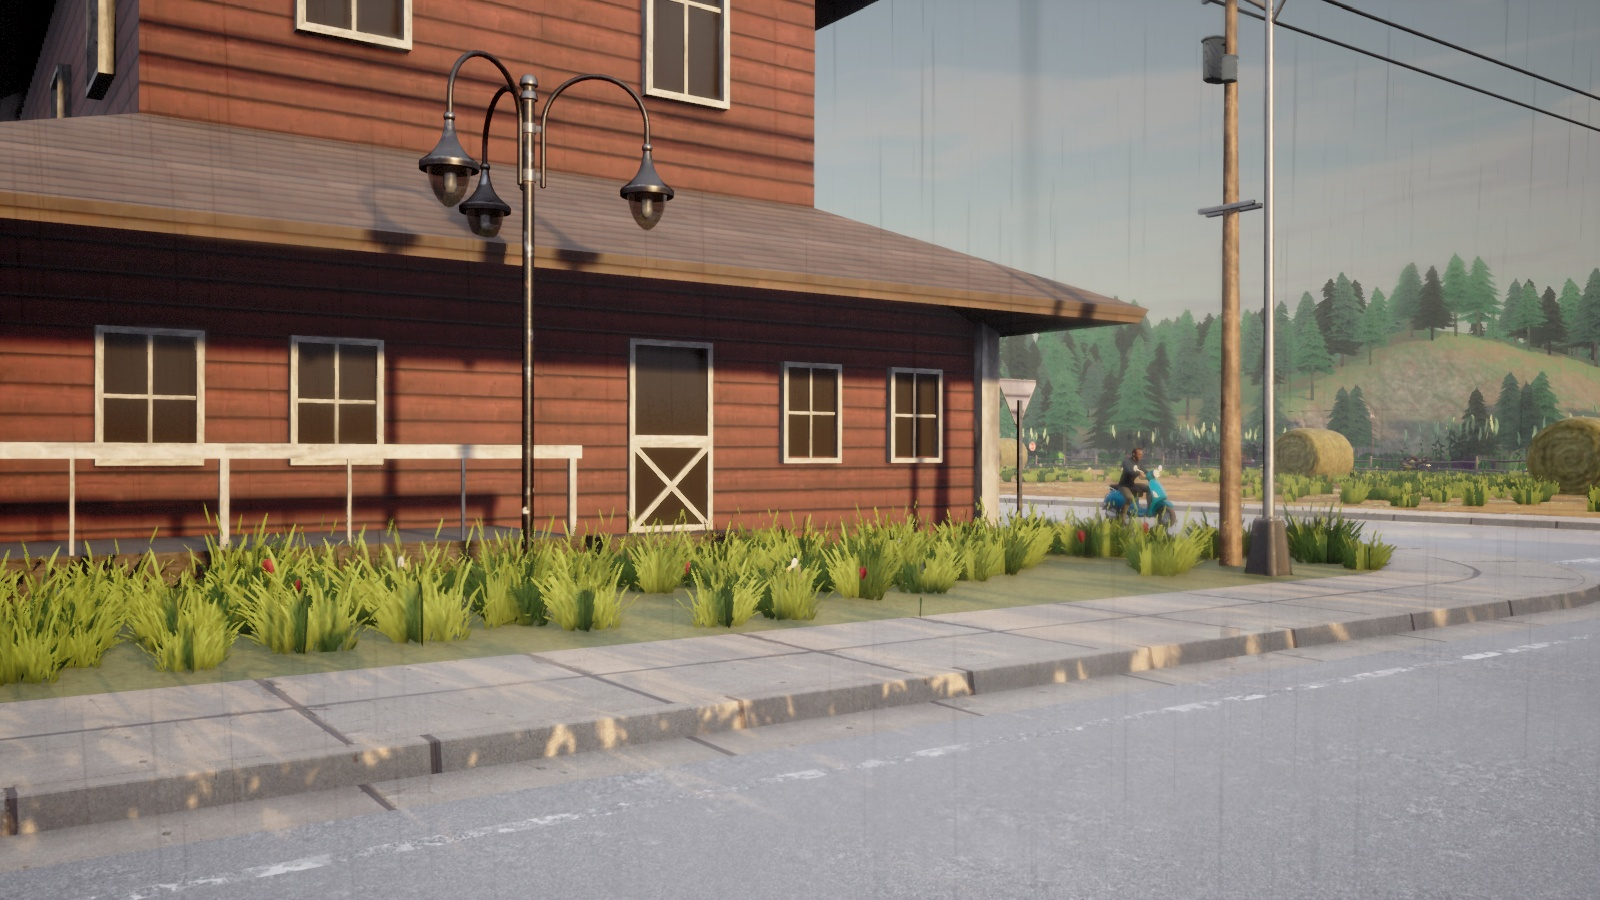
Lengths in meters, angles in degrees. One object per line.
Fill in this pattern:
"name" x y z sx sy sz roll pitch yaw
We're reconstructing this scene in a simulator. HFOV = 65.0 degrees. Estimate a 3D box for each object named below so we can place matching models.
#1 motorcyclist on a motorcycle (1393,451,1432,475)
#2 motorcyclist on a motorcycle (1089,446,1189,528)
"motorcyclist on a motorcycle" 40.854 0.863 83.780 0.866 1.530 2.191 0 0 -32
"motorcyclist on a motorcycle" 6.817 0.719 25.317 0.866 1.590 1.817 0 0 -36
